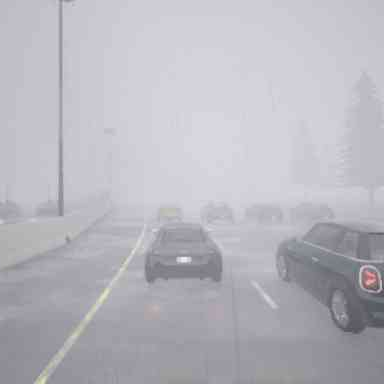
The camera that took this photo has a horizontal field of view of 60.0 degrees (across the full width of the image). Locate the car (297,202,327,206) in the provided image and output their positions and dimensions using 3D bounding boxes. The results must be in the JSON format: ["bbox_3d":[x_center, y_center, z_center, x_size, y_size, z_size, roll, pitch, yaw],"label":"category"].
[{"bbox_3d":[8.880,1.517,25.192,1.837,1.490,4.892,0,0,-7],"label":"car"}]

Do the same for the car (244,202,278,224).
[{"bbox_3d":[5.345,1.524,25.285,1.837,1.490,4.892,0,0,-7],"label":"car"}]

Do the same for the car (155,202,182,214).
[{"bbox_3d":[-1.932,1.511,26.956,1.882,1.535,5.008,0,0,-8],"label":"car"}]

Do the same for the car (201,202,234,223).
[{"bbox_3d":[1.815,1.517,25.310,2.128,1.511,4.902,0,0,-7],"label":"car"}]

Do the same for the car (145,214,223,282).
[{"bbox_3d":[-0.283,1.576,9.876,1.994,1.385,4.181,0,0,-3],"label":"car"}]

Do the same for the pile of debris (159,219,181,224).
[{"bbox_3d":[-1.674,2.207,24.955,1.500,0.140,1.860,0,0,-7],"label":"pile of debris"}]

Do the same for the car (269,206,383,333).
[{"bbox_3d":[3.346,1.354,7.007,2.097,1.767,4.553,0,0,-2],"label":"car"}]
